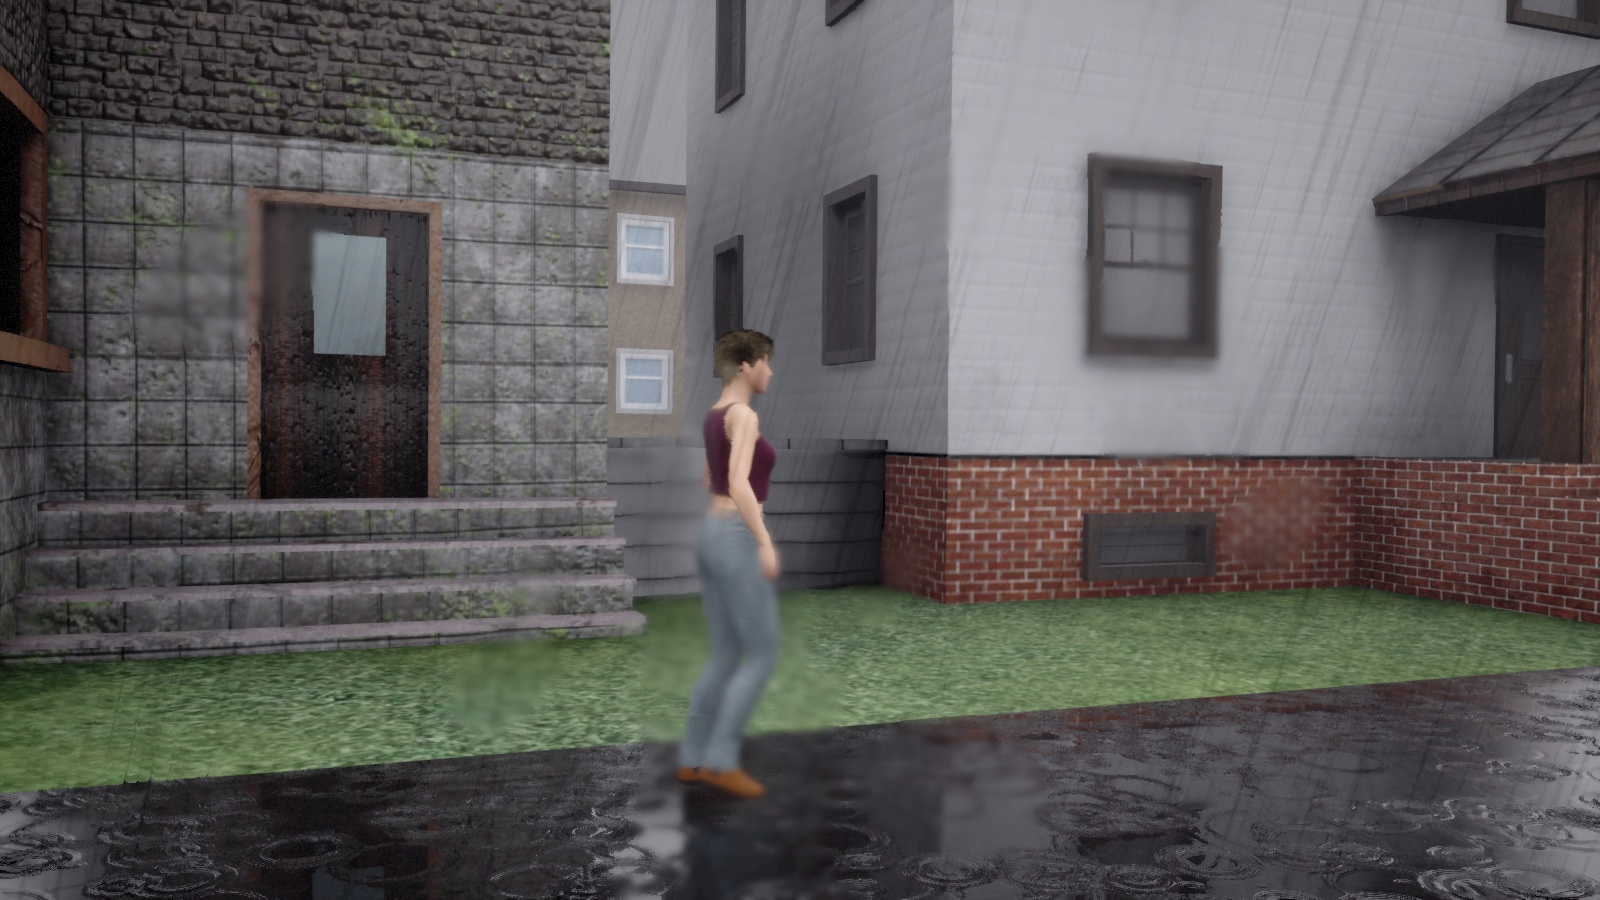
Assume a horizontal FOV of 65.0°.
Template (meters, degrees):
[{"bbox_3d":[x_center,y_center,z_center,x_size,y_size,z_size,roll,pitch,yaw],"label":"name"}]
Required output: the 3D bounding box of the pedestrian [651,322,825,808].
[{"bbox_3d":[-0.249,0.429,5.003,0.594,1.836,0.345,-1,1,-21],"label":"pedestrian"}]
